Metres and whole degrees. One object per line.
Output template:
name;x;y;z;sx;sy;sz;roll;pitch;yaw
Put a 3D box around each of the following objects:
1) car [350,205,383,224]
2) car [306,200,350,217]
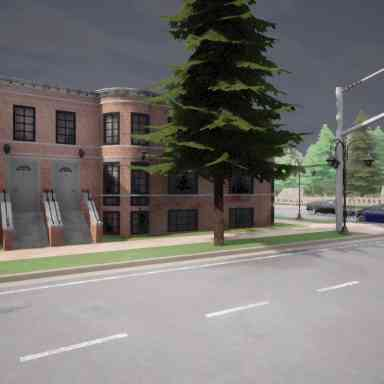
car;13.393;1.564;22.617;1.994;1.385;4.181;0;0;-22
car;12.994;1.492;31.047;2.128;1.511;4.902;0;0;-30
